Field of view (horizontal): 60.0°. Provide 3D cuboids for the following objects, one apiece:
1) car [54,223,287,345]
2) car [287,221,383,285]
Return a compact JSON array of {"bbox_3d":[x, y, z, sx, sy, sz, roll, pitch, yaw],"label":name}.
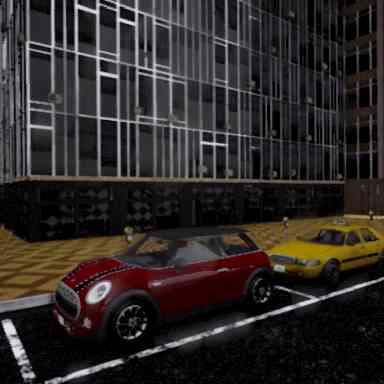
[{"bbox_3d":[-0.389,1.443,6.291,4.097,1.590,1.967,0,-1,-35],"label":"car"},{"bbox_3d":[4.102,1.534,9.490,4.829,1.417,1.752,0,-1,-35],"label":"car"}]
